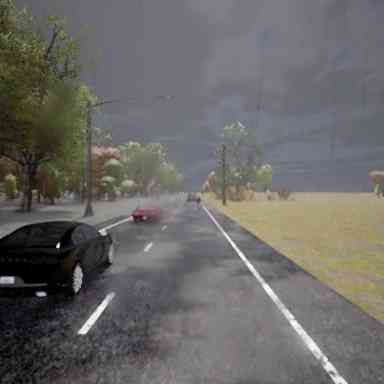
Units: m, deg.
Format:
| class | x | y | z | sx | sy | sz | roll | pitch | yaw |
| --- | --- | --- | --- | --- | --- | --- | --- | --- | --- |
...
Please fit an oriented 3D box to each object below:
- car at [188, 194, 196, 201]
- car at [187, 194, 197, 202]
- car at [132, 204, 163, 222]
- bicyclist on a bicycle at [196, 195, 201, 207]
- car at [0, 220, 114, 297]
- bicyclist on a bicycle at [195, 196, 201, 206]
| class | x | y | z | sx | sy | sz | roll | pitch | yaw |
| --- | --- | --- | --- | --- | --- | --- | --- | --- | --- |
| car | 0.005 | 1.387 | 83.030 | 1.837 | 1.490 | 4.892 | 0 | 0 | 0 |
| car | 0.006 | 1.290 | 72.114 | 2.097 | 1.767 | 4.553 | 0 | 0 | 0 |
| car | -3.399 | 1.577 | 26.289 | 1.895 | 1.301 | 4.718 | 0 | 0 | 0 |
| bicyclist on a bicycle | 0.967 | 1.330 | 44.485 | 0.659 | 1.776 | 1.843 | 0 | 0 | 0 |
| car | -3.398 | 1.469 | 8.599 | 1.882 | 1.535 | 5.008 | 0 | 0 | 0 |
| bicyclist on a bicycle | 0.967 | 1.389 | 53.738 | 0.866 | 1.612 | 1.509 | 0 | 0 | 0 |
